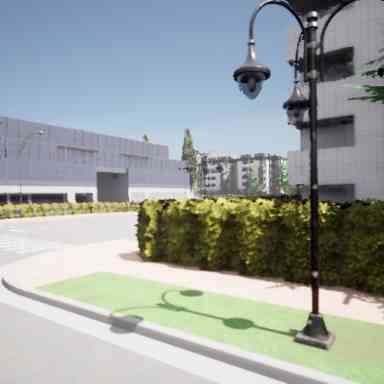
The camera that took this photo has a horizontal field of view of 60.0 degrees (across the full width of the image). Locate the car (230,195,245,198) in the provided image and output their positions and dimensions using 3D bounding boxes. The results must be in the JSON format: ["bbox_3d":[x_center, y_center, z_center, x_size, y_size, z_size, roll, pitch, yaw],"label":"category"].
[{"bbox_3d":[7.114,1.517,54.089,2.150,2.045,5.566,-1,-1,28],"label":"car"}]
